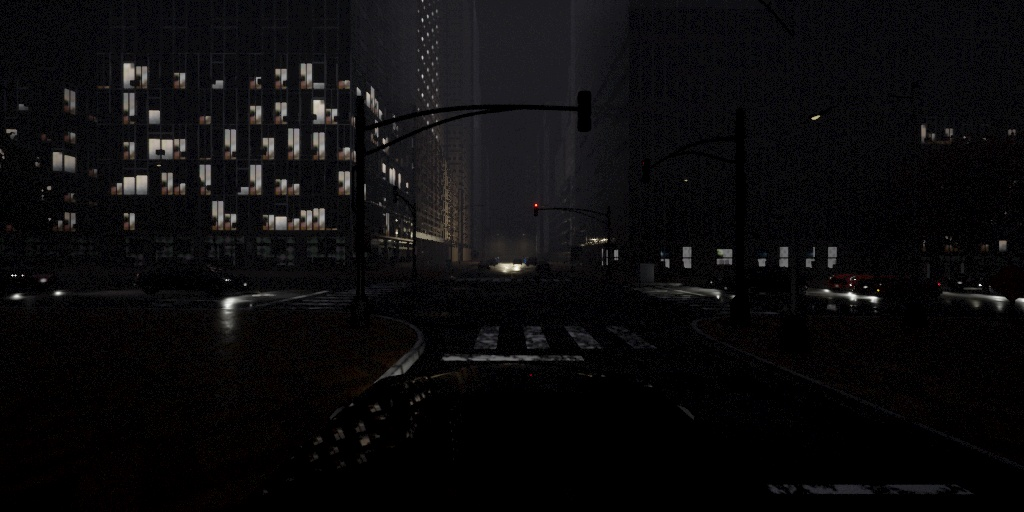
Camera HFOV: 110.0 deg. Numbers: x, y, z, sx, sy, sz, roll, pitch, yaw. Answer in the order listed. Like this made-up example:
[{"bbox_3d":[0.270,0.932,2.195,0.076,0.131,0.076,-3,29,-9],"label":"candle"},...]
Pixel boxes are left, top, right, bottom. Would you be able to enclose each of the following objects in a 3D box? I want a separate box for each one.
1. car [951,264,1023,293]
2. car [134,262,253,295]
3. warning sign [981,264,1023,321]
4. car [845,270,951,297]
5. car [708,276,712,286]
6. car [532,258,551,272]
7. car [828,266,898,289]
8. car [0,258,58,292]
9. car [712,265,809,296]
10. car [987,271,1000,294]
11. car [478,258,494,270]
[{"bbox_3d":[34.985,1.624,25.905,5.566,2.045,2.150,1,0,-2],"label":"car"},{"bbox_3d":[-14.942,1.026,16.919,4.674,1.442,1.812,1,0,-1],"label":"car"},{"bbox_3d":[17.281,1.204,12.389,1.060,1.860,1.300,0,0,-3],"label":"warning sign"},{"bbox_3d":[23.737,1.766,22.147,4.181,1.385,1.994,1,0,-3],"label":"car"},{"bbox_3d":[16.199,1.591,25.052,4.674,1.442,1.812,1,0,-3],"label":"car"},{"bbox_3d":[3.950,1.329,46.198,1.948,1.339,4.313,0,0,0],"label":"car"},{"bbox_3d":[25.241,1.580,25.465,4.553,1.767,2.097,1,0,-3],"label":"car"},{"bbox_3d":[-24.157,0.823,16.496,4.902,1.511,2.128,1,0,-3],"label":"car"},{"bbox_3d":[15.151,1.400,21.751,4.553,1.767,2.097,1,0,-3],"label":"car"},{"bbox_3d":[34.036,1.934,22.614,5.357,1.411,2.033,1,0,-3],"label":"car"},{"bbox_3d":[-4.000,1.343,51.695,1.802,1.307,4.207,0,0,0],"label":"car"}]
